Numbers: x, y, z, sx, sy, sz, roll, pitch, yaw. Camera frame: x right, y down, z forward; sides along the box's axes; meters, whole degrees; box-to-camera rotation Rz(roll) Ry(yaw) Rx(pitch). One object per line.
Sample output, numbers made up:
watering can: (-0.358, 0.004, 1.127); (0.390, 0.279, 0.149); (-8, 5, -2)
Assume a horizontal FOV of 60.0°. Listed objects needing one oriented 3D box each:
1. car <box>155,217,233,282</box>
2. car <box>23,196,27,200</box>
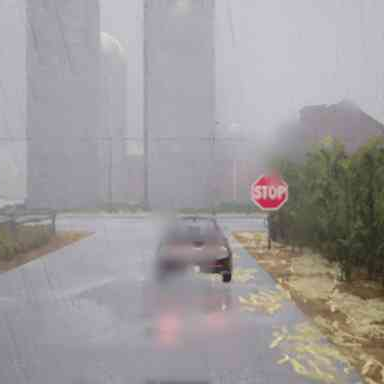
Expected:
car: (0.066, 1.469, 9.638); (2.128, 1.511, 4.902); (0, 0, 0)
car: (-37.198, 1.086, 77.603); (3.866, 1.878, 1.905); (0, 0, 0)
